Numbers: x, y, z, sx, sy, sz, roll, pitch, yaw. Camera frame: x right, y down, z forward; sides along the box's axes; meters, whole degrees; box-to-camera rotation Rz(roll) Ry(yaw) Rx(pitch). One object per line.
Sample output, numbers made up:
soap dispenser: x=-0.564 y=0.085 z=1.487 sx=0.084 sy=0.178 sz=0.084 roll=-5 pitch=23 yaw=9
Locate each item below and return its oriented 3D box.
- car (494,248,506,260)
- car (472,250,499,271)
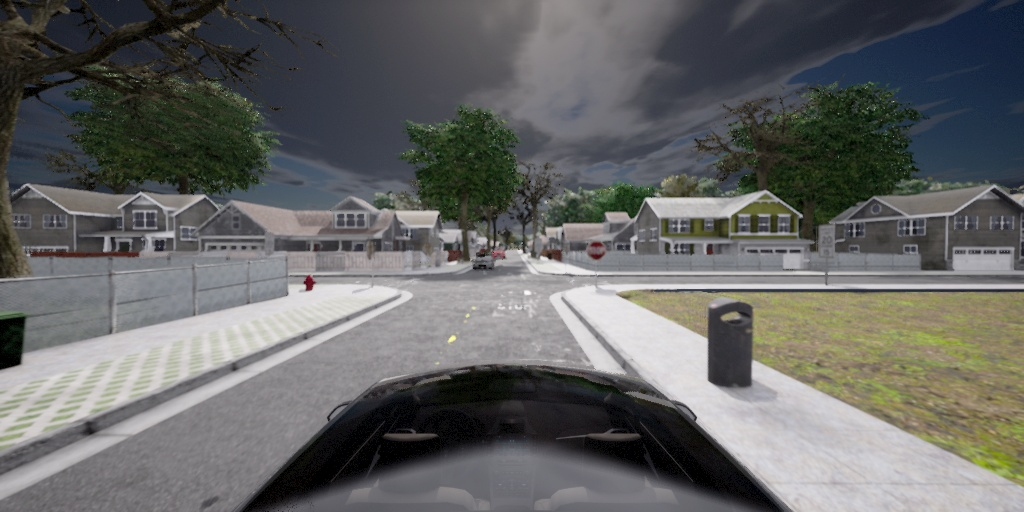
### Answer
car: x=-2.236 y=-0.442 z=63.110 sx=2.150 sy=2.045 sz=5.566 roll=0 pitch=2 yaw=0
car: x=-2.491 y=0.585 z=32.745 sx=1.837 sy=1.490 sz=4.892 roll=0 pitch=3 yaw=0
